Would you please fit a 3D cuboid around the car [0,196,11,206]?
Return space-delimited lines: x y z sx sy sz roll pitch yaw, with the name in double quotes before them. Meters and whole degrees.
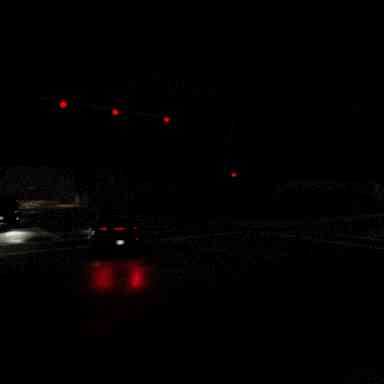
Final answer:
"car" -31.811 1.504 55.766 2.128 1.511 4.902 0 0 -35

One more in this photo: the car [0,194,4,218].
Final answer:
"car" -18.992 1.228 30.859 2.150 2.045 5.566 0 0 -35

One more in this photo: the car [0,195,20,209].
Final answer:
"car" -26.021 1.362 47.446 2.097 1.767 4.553 0 0 -35

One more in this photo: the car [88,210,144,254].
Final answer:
"car" -3.177 1.494 13.680 2.128 1.511 4.902 0 0 -17

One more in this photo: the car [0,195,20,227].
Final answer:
"car" -13.085 1.226 22.364 2.150 2.045 5.566 0 0 -35
